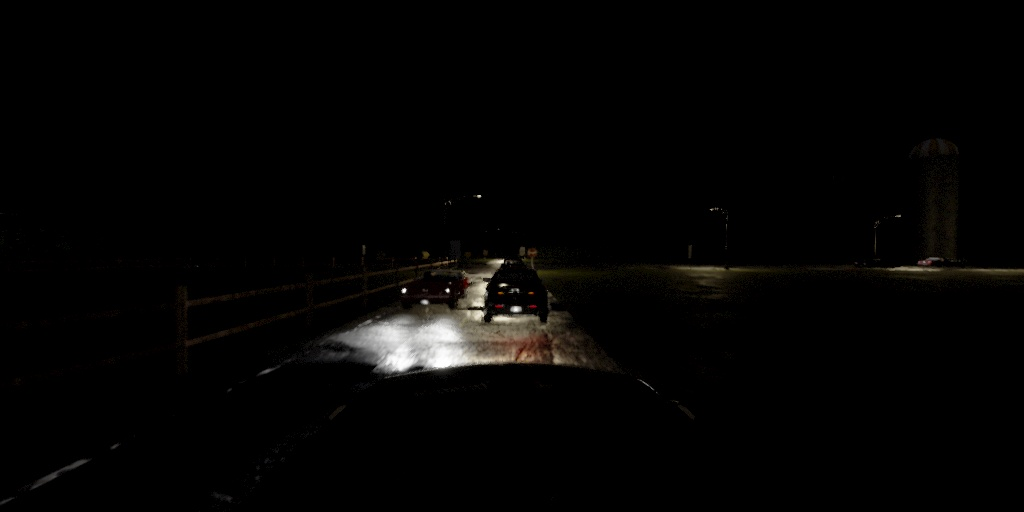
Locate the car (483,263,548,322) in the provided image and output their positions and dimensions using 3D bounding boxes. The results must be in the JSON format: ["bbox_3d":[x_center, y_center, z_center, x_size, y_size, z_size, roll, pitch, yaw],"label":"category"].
[{"bbox_3d":[0.102,1.127,11.762,1.837,1.490,4.892,0,0,0],"label":"car"}]

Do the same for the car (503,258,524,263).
[{"bbox_3d":[0.098,0.921,26.790,1.882,1.535,5.008,0,1,0],"label":"car"}]

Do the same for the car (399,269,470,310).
[{"bbox_3d":[-2.848,1.197,14.008,1.895,1.301,4.718,0,1,0],"label":"car"}]
